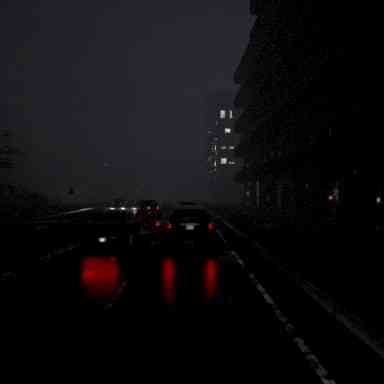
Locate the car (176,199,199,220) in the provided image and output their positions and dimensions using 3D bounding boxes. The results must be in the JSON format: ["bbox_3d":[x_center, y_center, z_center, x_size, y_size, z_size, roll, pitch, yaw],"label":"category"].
[{"bbox_3d":[-0.413,1.492,29.837,1.882,1.535,5.008,0,0,-2],"label":"car"}]

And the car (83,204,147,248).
[{"bbox_3d":[-3.354,1.517,14.729,1.837,1.490,4.892,0,0,-1],"label":"car"}]

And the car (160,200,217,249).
[{"bbox_3d":[-0.103,1.367,14.744,2.097,1.767,4.553,0,0,-1],"label":"car"}]

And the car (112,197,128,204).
[{"bbox_3d":[-10.932,1.585,50.534,1.837,1.490,4.892,0,0,-3],"label":"car"}]

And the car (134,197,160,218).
[{"bbox_3d":[-3.660,1.374,29.718,2.097,1.767,4.553,0,0,-2],"label":"car"}]

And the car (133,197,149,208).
[{"bbox_3d":[-7.686,1.536,50.685,1.882,1.535,5.008,0,0,-3],"label":"car"}]
